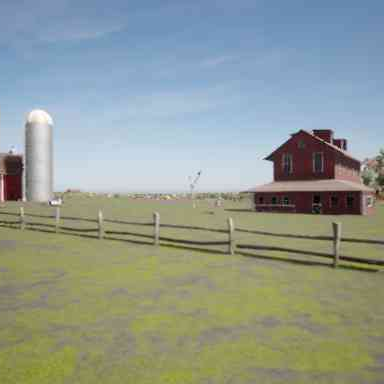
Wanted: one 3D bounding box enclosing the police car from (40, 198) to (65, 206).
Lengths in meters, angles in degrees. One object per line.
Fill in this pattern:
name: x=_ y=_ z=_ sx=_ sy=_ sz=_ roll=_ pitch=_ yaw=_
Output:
police car: x=-28.681 y=2.047 z=68.084 sx=2.038 sy=1.542 sz=4.974 roll=-1 pitch=-1 yaw=35
